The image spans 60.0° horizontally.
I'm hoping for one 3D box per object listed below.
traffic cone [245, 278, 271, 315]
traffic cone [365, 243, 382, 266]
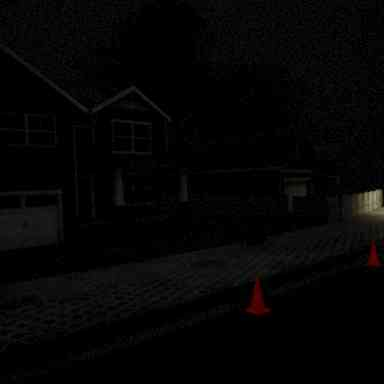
[{"bbox_3d":[1.177,1.830,5.958,0.340,0.580,0.340,-2,1,-38],"label":"traffic cone"},{"bbox_3d":[4.942,1.681,9.065,0.340,0.580,0.340,-2,1,-41],"label":"traffic cone"}]
